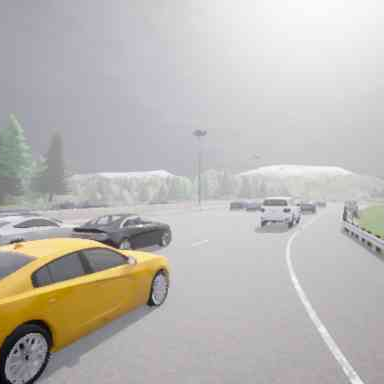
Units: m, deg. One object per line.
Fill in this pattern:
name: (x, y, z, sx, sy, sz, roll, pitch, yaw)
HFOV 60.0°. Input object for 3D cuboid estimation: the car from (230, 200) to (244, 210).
car: (7.352, 1.947, 51.075, 1.882, 1.535, 5.008, 0, 0, 25)

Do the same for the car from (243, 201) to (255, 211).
car: (9.062, 1.981, 46.452, 1.994, 1.385, 4.181, 0, -1, 25)

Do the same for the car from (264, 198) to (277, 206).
car: (17.190, 2.167, 72.396, 1.837, 1.490, 4.892, 0, -1, 25)

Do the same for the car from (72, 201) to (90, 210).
car: (-13.225, 1.900, 40.456, 2.128, 1.511, 4.902, 0, -1, 25)

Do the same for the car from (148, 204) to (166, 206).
car: (-6.506, 1.982, 63.143, 2.097, 1.767, 4.553, 0, -1, 25)

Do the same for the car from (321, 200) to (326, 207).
car: (23.662, 2.082, 61.227, 2.033, 1.411, 5.357, 0, -1, 25)

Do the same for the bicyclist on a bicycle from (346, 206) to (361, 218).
bicyclist on a bicycle: (15.699, 1.724, 32.621, 1.656, 1.620, 0.582, 1, 0, 18)

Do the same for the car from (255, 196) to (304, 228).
car: (6.526, 1.413, 24.329, 2.150, 2.045, 5.566, 0, -1, 25)

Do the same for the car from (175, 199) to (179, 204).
car: (-2.510, 2.148, 63.436, 1.812, 1.442, 4.674, 0, -1, 25)

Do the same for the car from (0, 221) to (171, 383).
car: (-2.155, 1.522, 5.556, 1.882, 1.535, 5.008, 0, 0, 25)

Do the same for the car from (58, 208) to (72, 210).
car: (-8.506, 1.726, 16.840, 1.994, 1.385, 4.181, 0, -1, 25)

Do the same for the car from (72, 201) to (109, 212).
car: (-14.156, 2.025, 46.778, 2.033, 1.411, 5.357, 0, -1, 25)

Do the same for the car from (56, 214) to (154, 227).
car: (-2.542, 1.598, 13.060, 2.128, 1.511, 4.902, 0, -1, 25)

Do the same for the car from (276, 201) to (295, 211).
car: (13.443, 1.982, 47.571, 1.994, 1.385, 4.181, 0, -1, 25)

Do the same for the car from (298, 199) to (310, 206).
car: (23.146, 2.136, 68.523, 1.812, 1.442, 4.674, 0, -1, 25)

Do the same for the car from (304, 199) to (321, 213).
car: (14.599, 1.845, 41.756, 2.128, 1.511, 4.902, 0, -1, 25)

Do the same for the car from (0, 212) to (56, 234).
car: (-6.369, 1.645, 13.123, 1.812, 1.442, 4.674, 0, -1, 25)

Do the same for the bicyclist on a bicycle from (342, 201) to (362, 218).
bicyclist on a bicycle: (16.117, 1.731, 33.521, 0.582, 1.620, 1.656, 4, -2, -44)

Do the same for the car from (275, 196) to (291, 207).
car: (18.018, 1.818, 65.689, 2.150, 2.045, 5.566, 0, 0, 25)
